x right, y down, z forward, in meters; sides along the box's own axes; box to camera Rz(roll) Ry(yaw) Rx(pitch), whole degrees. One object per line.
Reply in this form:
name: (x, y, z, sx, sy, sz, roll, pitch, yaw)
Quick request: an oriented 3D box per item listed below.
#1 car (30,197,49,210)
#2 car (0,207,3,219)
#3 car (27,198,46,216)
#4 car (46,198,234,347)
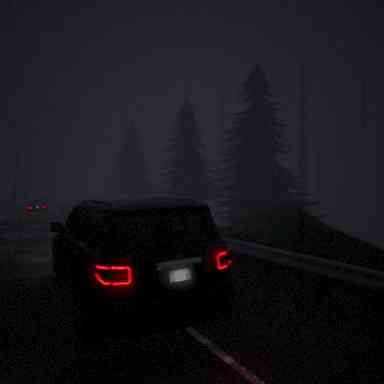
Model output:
car: (-18.775, 1.375, 41.046, 1.895, 1.301, 4.718, -2, 1, -23)
car: (-15.357, 1.508, 24.708, 2.033, 1.411, 5.357, -2, 1, -24)
car: (-14.473, 1.377, 31.304, 2.033, 1.411, 5.357, -2, 1, -23)
car: (-1.404, 1.139, 6.579, 2.150, 2.045, 5.566, -2, 1, -28)
